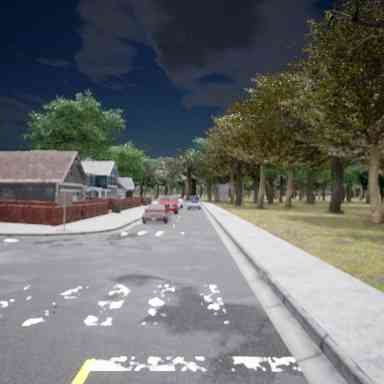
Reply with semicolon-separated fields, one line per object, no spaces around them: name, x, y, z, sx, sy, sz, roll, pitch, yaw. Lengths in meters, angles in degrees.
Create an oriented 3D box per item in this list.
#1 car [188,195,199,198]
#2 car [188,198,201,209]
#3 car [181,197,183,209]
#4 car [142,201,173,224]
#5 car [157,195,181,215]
car;0.335;1.669;69.499;2.150;2.045;5.566;0;0;-2
car;0.330;1.908;50.004;1.895;1.301;4.718;0;0;0
car;-2.584;1.542;52.068;2.150;2.045;5.566;0;0;2
car;-2.733;1.671;26.099;1.812;1.442;4.674;0;0;0
car;-2.672;1.438;37.710;2.150;2.045;5.566;0;0;0
